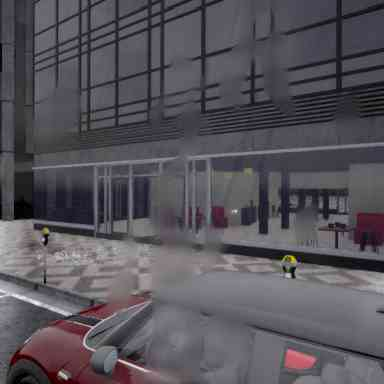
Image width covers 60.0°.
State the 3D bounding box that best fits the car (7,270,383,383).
[{"bbox_3d":[0.196,1.440,2.820,4.097,1.590,1.967,0,0,36],"label":"car"}]
